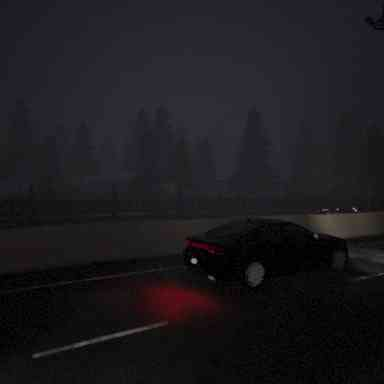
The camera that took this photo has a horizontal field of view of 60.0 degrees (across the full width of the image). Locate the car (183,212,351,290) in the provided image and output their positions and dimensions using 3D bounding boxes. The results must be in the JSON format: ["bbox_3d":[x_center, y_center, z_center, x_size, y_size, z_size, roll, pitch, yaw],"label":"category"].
[{"bbox_3d":[2.162,1.459,9.049,5.008,1.535,1.882,0,0,-31],"label":"car"}]

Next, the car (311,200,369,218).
[{"bbox_3d":[13.376,1.463,29.995,4.892,1.490,1.837,0,0,-20],"label":"car"}]

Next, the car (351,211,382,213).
[{"bbox_3d":[13.700,1.320,26.359,4.553,1.767,2.097,0,0,-20],"label":"car"}]
